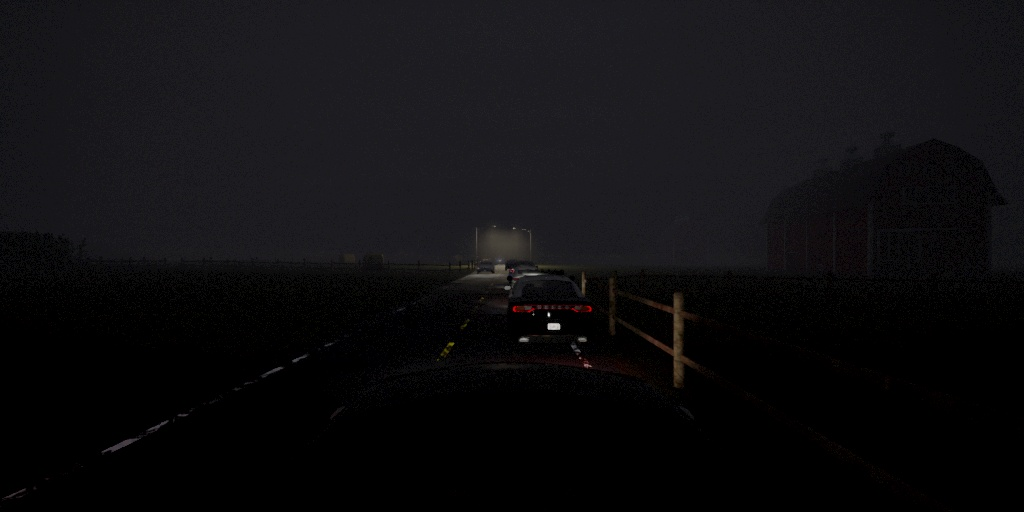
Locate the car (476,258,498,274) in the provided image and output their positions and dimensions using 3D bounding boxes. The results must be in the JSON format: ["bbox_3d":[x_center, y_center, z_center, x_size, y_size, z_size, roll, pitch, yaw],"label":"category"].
[{"bbox_3d":[-2.879,1.270,40.197,1.812,1.442,4.674,0,0,0],"label":"car"}]

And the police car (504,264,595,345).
[{"bbox_3d":[0.819,1.174,9.607,1.930,1.638,5.238,0,0,0],"label":"police car"}]

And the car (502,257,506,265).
[{"bbox_3d":[0.020,1.220,49.789,1.882,1.535,5.008,0,0,0],"label":"car"}]

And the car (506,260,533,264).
[{"bbox_3d":[0.806,1.099,25.467,2.097,1.767,4.553,0,0,0],"label":"car"}]
